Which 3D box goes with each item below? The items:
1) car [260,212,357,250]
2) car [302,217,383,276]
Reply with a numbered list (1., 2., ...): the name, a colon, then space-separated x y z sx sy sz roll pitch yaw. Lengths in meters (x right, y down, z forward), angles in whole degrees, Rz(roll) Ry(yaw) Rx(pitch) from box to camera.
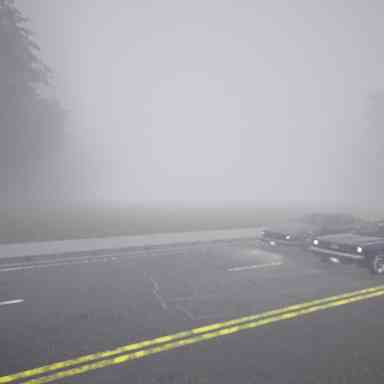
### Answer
1. car: 5.403 1.521 13.632 5.357 1.411 2.033 0 0 -26
2. car: 5.941 1.572 10.248 4.718 1.301 1.895 0 0 -27
